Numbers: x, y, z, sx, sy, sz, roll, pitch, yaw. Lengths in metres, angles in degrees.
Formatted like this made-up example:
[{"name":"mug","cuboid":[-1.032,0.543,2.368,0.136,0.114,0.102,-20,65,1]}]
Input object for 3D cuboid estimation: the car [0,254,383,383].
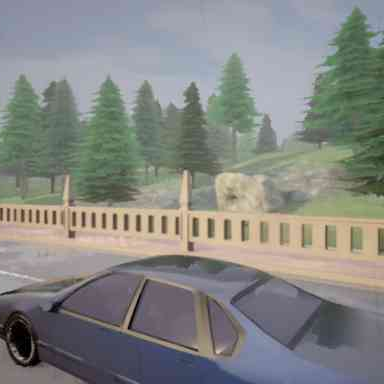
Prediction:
[{"name":"car","cuboid":[-0.311,1.529,4.047,5.357,1.411,2.033,0,0,34]}]
